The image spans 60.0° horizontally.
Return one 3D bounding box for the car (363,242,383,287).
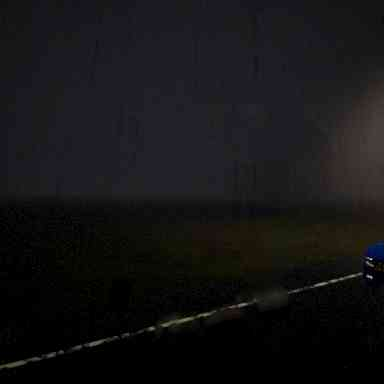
[{"bbox_3d":[6.179,1.475,8.173,5.008,1.535,1.882,0,0,-35],"label":"car"}]
